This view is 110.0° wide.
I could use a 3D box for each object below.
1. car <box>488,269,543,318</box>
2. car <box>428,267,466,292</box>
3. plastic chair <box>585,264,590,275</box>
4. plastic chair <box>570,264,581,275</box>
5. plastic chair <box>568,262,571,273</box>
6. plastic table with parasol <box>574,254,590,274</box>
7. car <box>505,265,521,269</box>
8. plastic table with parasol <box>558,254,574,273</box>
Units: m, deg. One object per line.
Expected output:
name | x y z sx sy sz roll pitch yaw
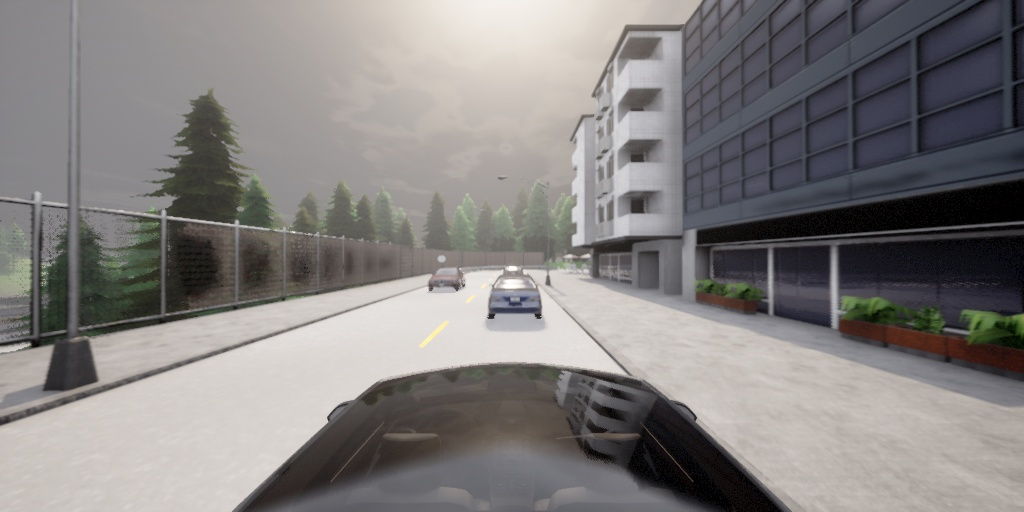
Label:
car | 0.097 1.387 13.434 2.033 1.411 5.357 0 0 0
car | -4.101 1.439 23.230 1.812 1.442 4.674 0 -1 0
plastic chair | 9.252 1.585 41.983 0.750 1.272 0.730 0 0 10
plastic chair | 7.761 1.597 43.602 0.730 1.272 0.750 0 0 10
plastic chair | 8.000 1.617 46.312 0.750 1.272 0.730 0 0 10
plastic table with parasol | 9.241 0.991 43.412 2.482 2.480 2.482 0 0 0
car | 0.098 1.530 32.393 2.033 1.411 5.357 0 0 0
plastic table with parasol | 7.779 1.024 47.721 2.482 2.480 2.482 0 0 0
